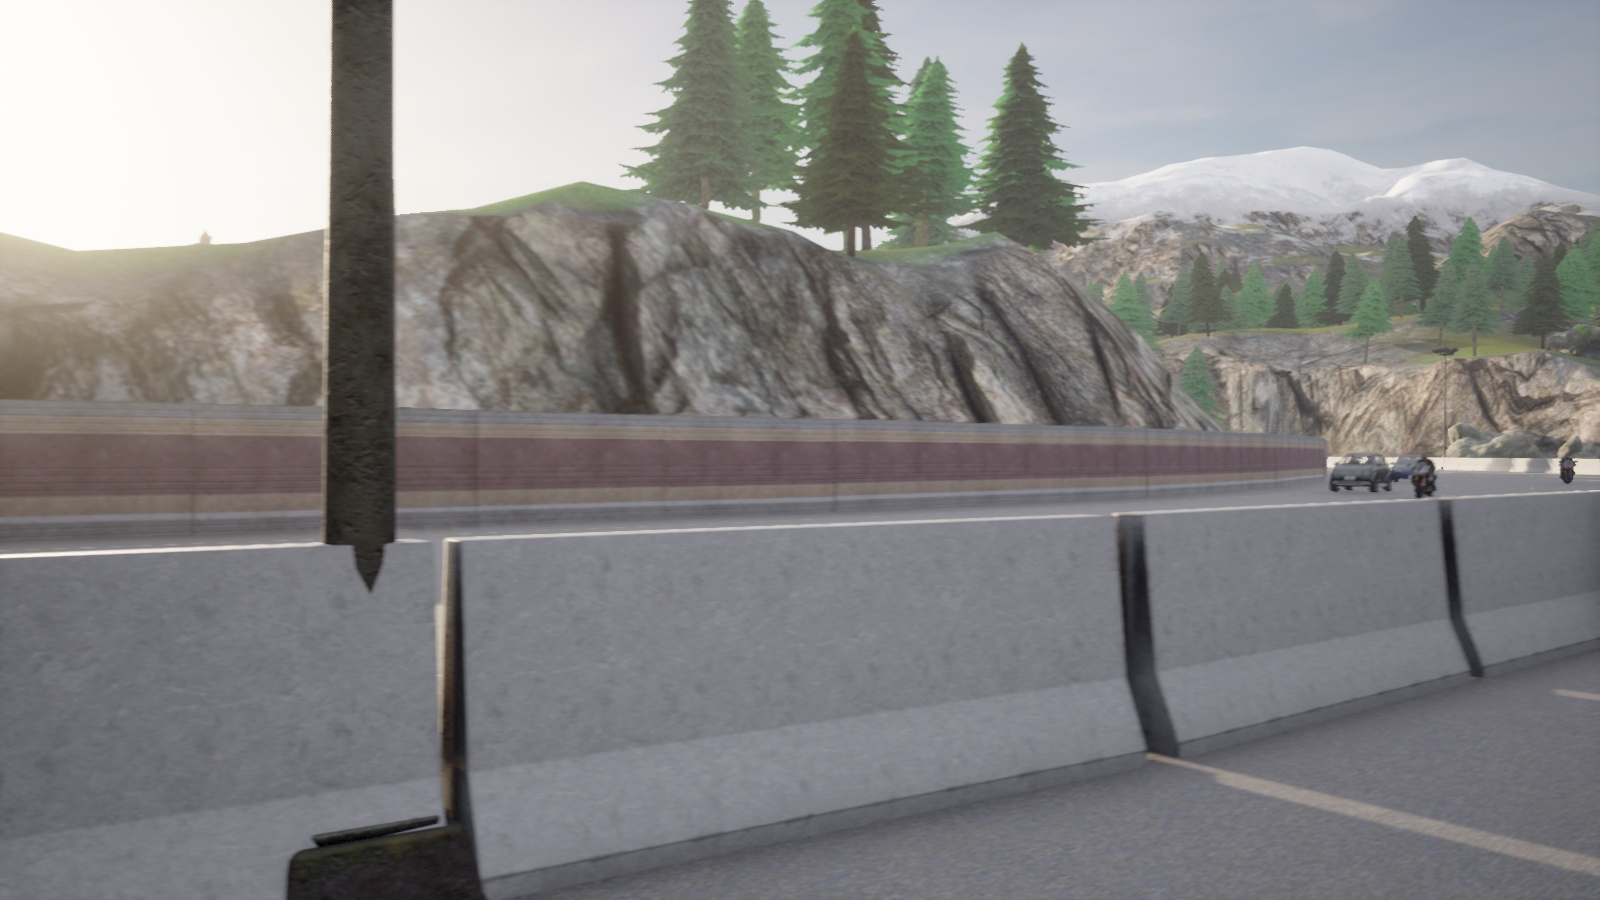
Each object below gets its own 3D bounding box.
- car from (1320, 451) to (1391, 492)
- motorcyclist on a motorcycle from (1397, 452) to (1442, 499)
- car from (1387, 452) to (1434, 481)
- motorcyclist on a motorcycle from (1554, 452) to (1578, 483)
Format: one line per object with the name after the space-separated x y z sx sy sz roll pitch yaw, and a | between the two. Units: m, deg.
21.778 0.801 49.180 1.789 1.549 3.705 0 0 36 | car
20.634 0.841 41.805 0.866 1.530 2.191 -1 -1 39 | motorcyclist on a motorcycle
32.263 0.843 66.323 2.163 1.488 4.792 0 0 27 | car
38.830 0.858 63.686 0.866 1.530 2.191 -1 0 27 | motorcyclist on a motorcycle
